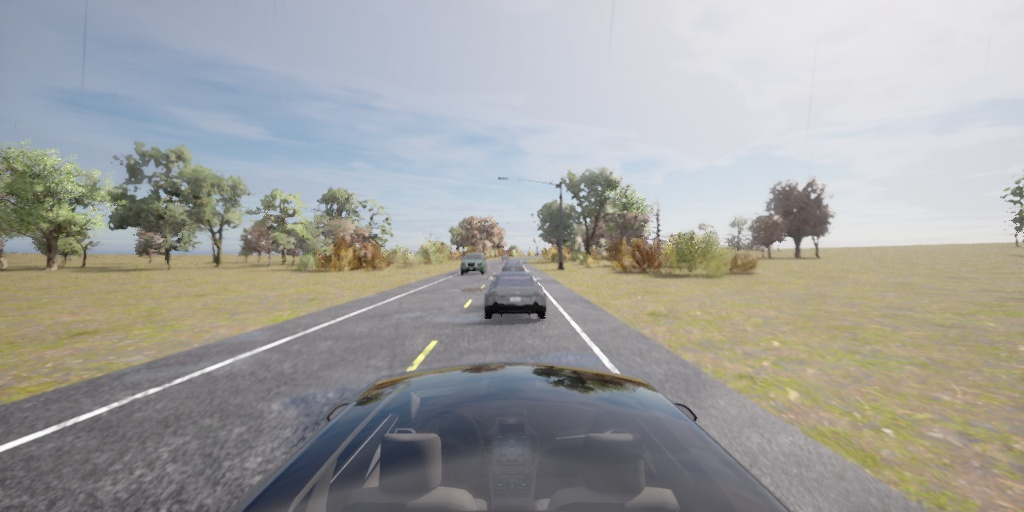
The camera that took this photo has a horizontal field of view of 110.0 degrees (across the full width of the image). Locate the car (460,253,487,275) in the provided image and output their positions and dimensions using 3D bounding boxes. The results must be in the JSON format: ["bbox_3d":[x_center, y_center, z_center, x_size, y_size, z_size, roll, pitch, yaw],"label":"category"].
[{"bbox_3d":[-3.582,0.714,34.317,2.150,2.045,5.566,0,0,0],"label":"car"}]

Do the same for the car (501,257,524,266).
[{"bbox_3d":[0.104,1.068,32.636,1.994,1.385,4.181,0,0,0],"label":"car"}]

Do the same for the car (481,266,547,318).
[{"bbox_3d":[0.102,1.228,12.565,1.994,1.385,4.181,0,0,0],"label":"car"}]
